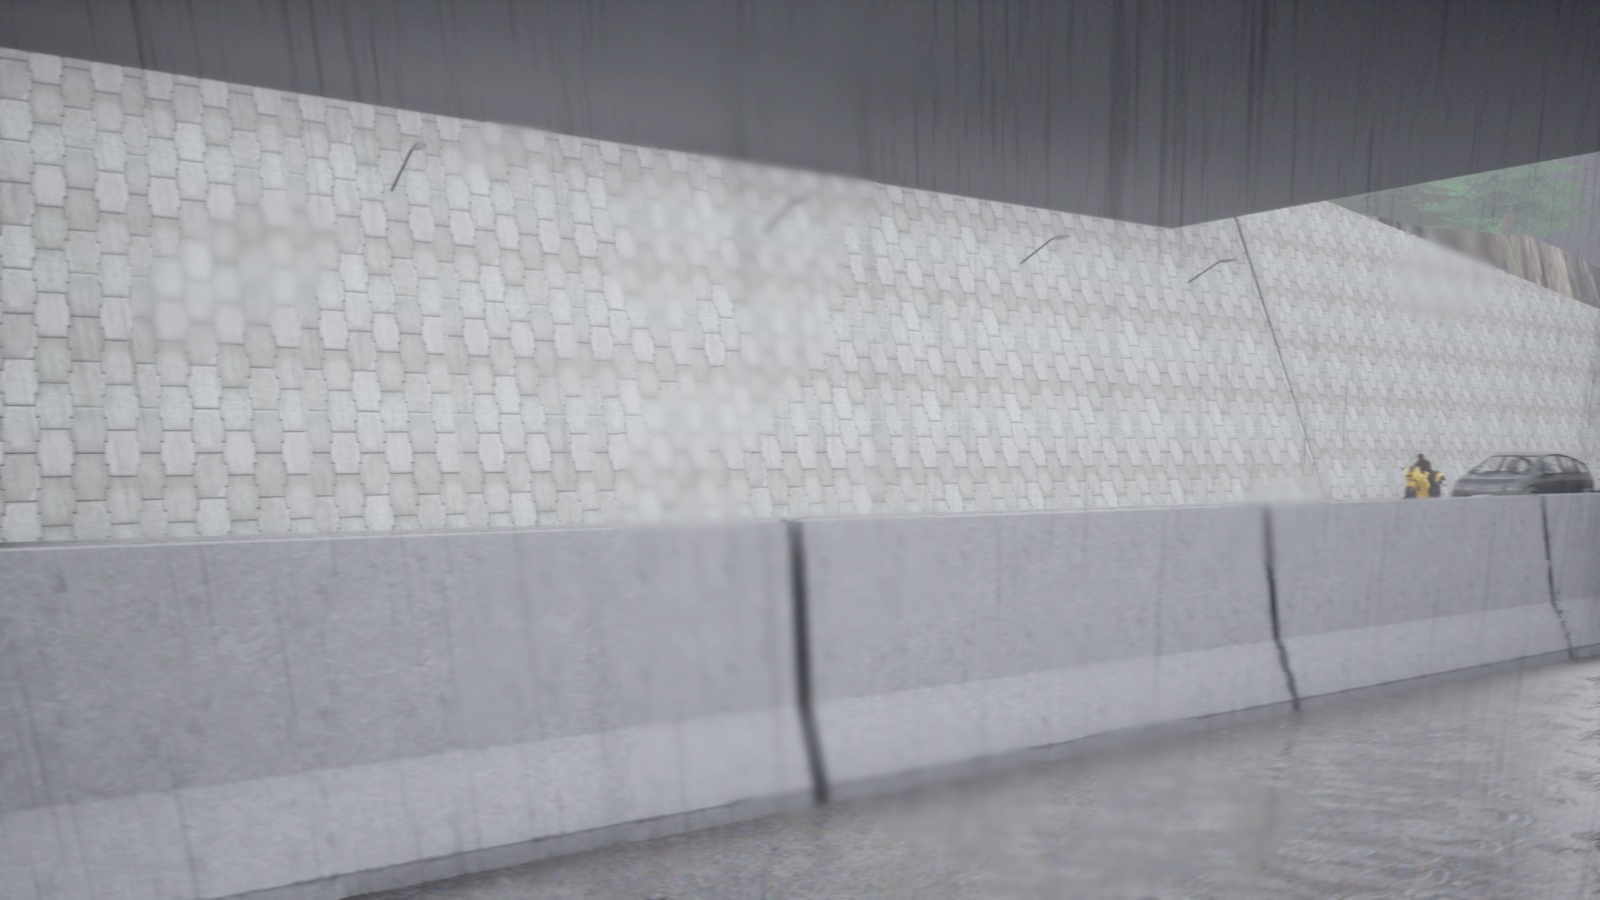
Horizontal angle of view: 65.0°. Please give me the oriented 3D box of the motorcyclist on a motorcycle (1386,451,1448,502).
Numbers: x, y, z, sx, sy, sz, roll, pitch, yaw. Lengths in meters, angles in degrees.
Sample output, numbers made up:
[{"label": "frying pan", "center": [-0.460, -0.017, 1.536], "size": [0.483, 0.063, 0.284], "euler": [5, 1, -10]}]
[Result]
[{"label": "motorcyclist on a motorcycle", "center": [18.699, 0.780, 38.027], "size": [2.044, 1.523, 0.797], "euler": [0, 0, -35]}]

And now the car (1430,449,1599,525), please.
[{"label": "car", "center": [15.580, 0.757, 27.315], "size": [3.705, 1.549, 1.789], "euler": [0, 0, -35]}]
